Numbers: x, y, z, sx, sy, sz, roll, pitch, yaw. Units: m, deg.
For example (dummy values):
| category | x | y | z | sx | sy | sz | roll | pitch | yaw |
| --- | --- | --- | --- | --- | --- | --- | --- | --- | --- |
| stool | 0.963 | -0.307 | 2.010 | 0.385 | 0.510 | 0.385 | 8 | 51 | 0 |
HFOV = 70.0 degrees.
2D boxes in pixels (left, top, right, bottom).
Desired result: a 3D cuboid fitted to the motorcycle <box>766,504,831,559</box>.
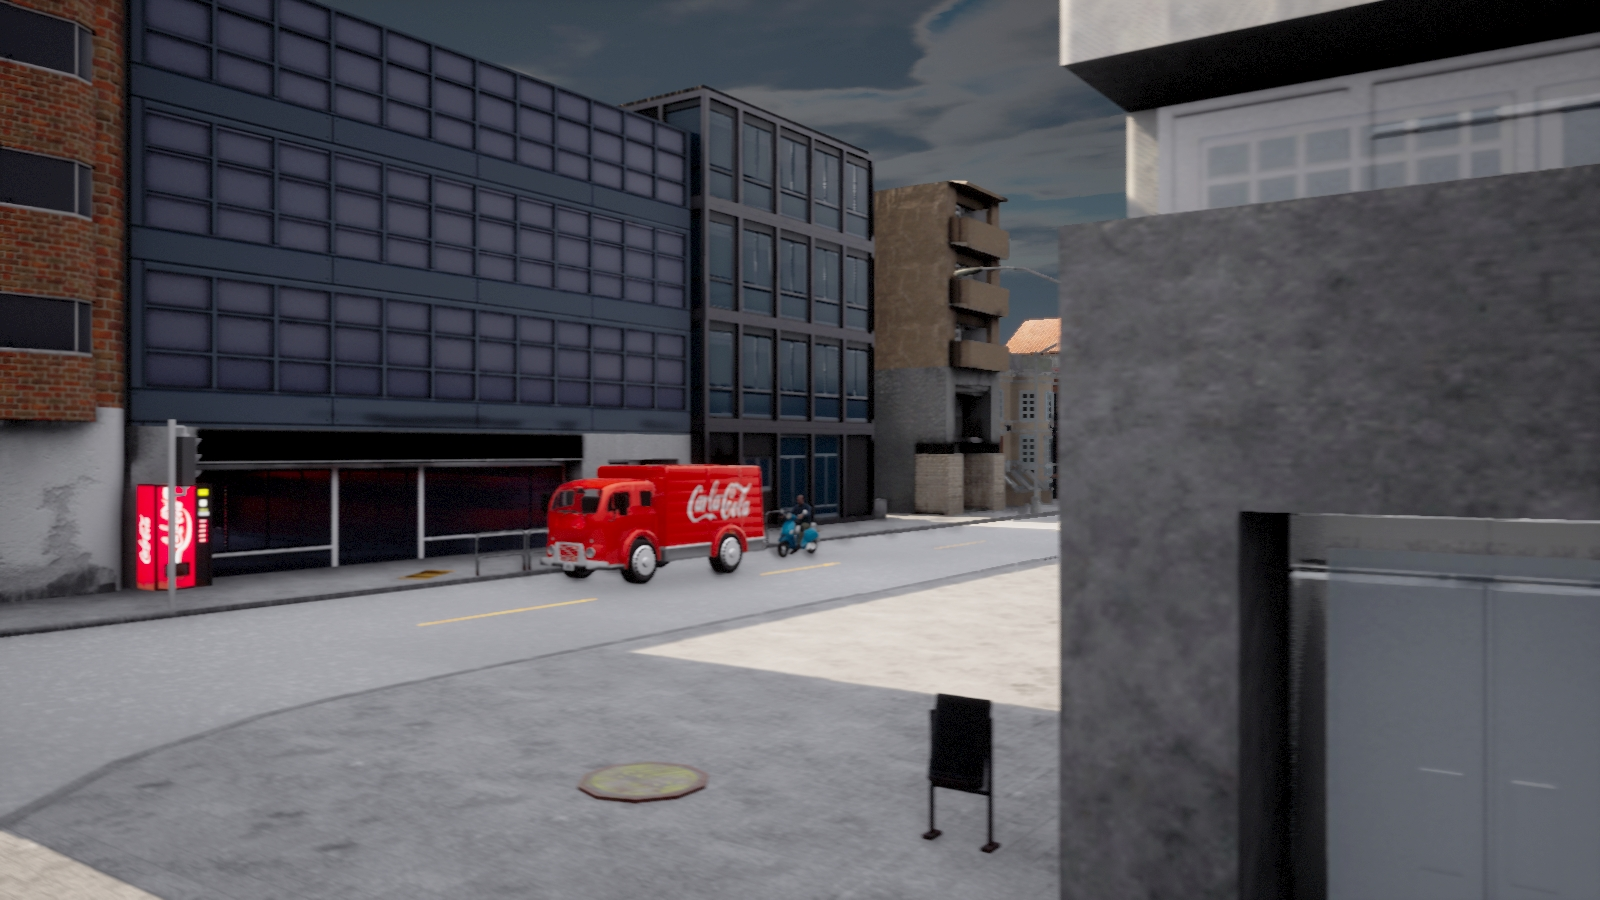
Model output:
| category | x | y | z | sx | sy | sz | roll | pitch | yaw |
| --- | --- | --- | --- | --- | --- | --- | --- | --- | --- |
| motorcycle | -0.029 | 2.139 | 30.283 | 0.856 | 1.316 | 1.805 | 0 | 0 | 35 |

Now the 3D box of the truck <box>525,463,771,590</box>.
| category | x | y | z | sx | sy | sz | roll | pitch | yaw |
| --- | --- | --- | --- | --- | --- | --- | --- | --- | --- |
| truck | -3.264 | 1.565 | 25.661 | 2.627 | 2.467 | 5.204 | 0 | 0 | 35 |
